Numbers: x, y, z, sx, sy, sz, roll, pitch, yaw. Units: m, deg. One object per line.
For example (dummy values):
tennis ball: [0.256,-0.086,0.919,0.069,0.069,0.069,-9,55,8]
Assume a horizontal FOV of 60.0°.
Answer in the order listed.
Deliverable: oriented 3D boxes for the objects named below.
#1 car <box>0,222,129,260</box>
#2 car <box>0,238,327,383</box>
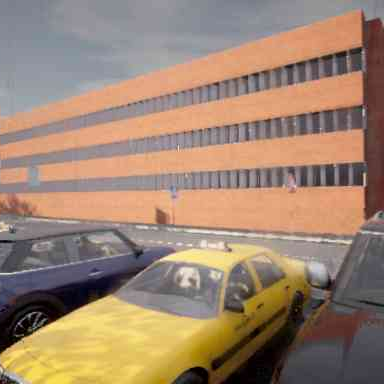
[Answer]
car: [-2.062,1.401,6.426,2.185,1.767,4.553,-1,0,36]
car: [0.150,1.499,4.659,1.946,1.575,5.366,-1,0,35]
